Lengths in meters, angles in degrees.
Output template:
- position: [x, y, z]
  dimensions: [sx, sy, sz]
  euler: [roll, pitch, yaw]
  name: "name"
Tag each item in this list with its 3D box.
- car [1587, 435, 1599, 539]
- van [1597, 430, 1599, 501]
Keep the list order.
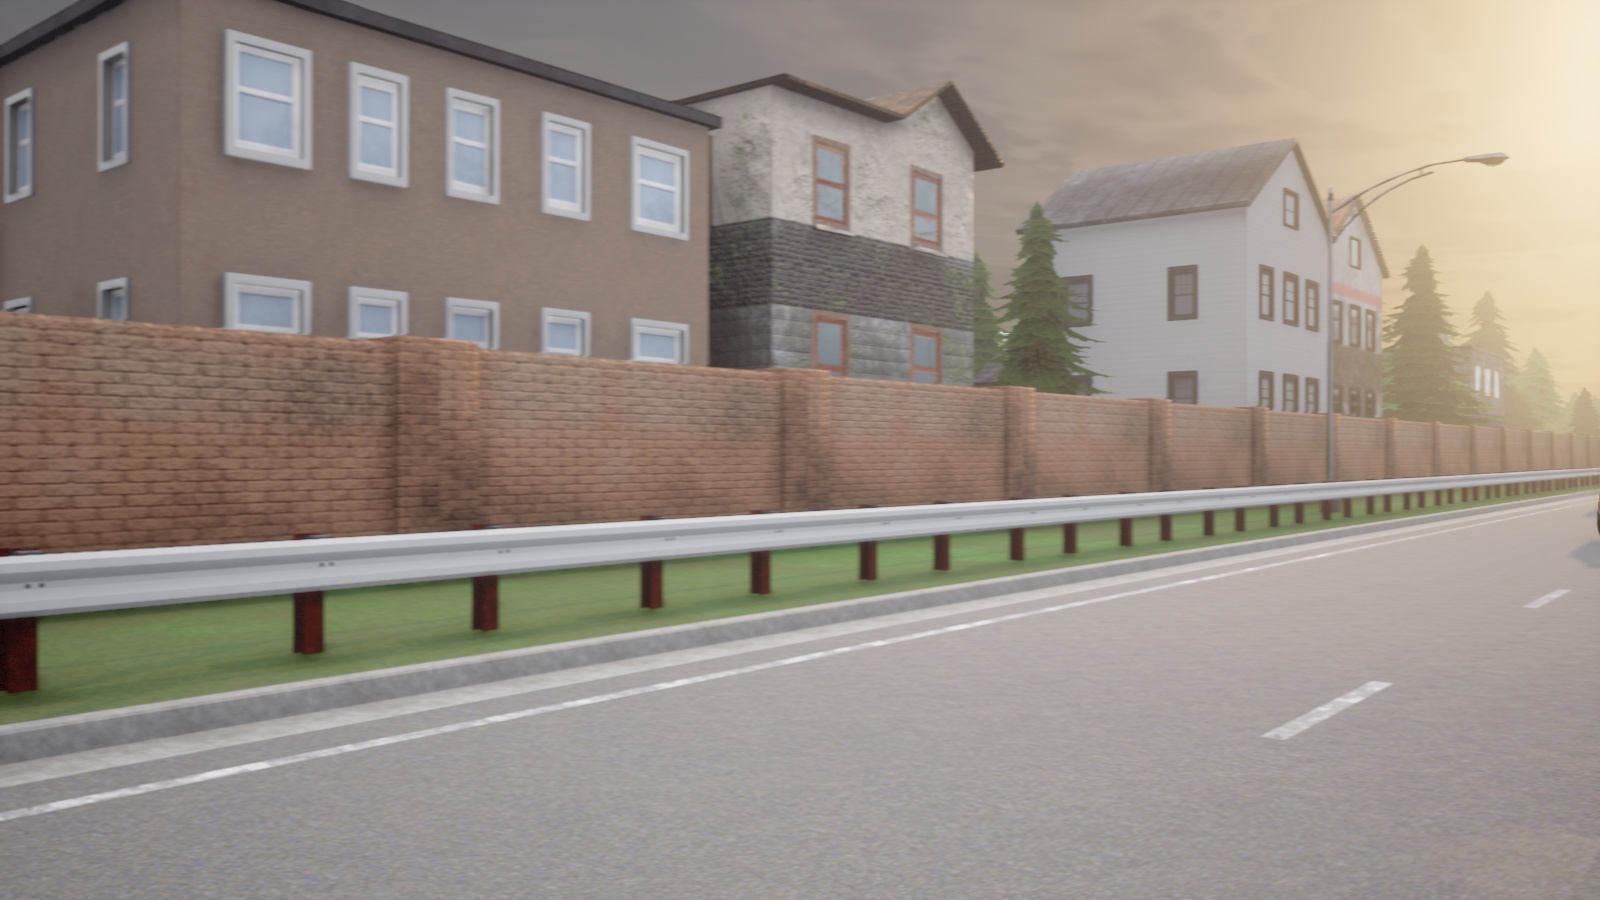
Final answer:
- position: [15.924, 0.625, 22.132]
  dimensions: [4.553, 1.767, 2.097]
  euler: [0, 0, -39]
  name: "car"
- position: [25.005, 0.496, 36.988]
  dimensions: [2.069, 2.038, 4.480]
  euler: [0, -2, 39]
  name: "van"
